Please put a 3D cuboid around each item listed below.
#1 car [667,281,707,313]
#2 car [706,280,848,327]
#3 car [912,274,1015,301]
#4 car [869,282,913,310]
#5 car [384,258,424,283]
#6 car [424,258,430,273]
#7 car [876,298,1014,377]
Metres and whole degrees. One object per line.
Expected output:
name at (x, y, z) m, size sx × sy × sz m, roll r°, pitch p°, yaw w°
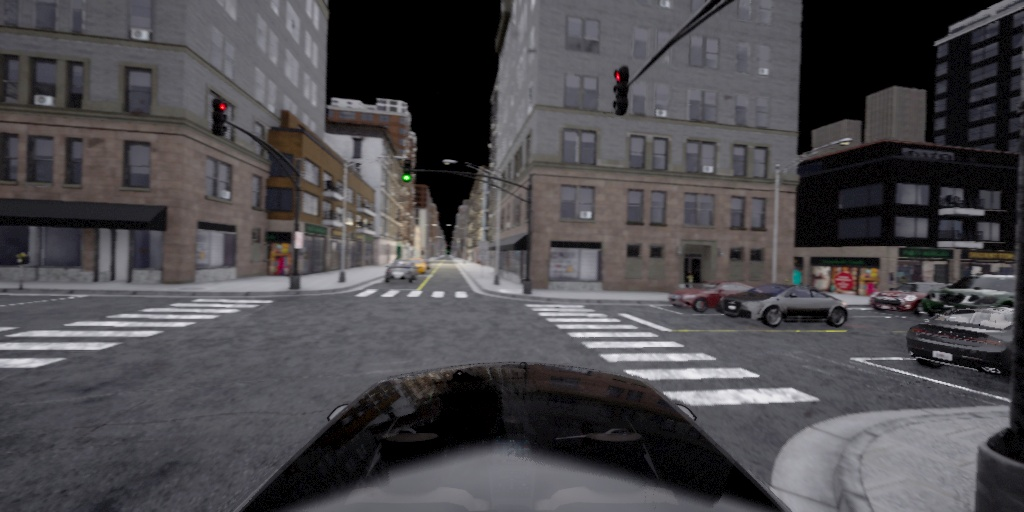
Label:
car at (8.930, 1.713, 15.632) m, size 4.207 × 1.307 × 1.802 m, roll 0°, pitch 0°, yaw -10°
car at (9.841, 1.735, 13.177) m, size 4.181 × 1.385 × 1.994 m, roll 2°, pitch 0°, yaw -10°
car at (20.383, 1.805, 14.955) m, size 5.566 × 2.045 × 2.150 m, roll 2°, pitch 0°, yaw -10°
car at (19.828, 1.998, 17.474) m, size 4.097 × 1.591 × 1.967 m, roll 0°, pitch 0°, yaw -10°
car at (-7.727, 1.035, 25.359) m, size 2.128 × 1.511 × 4.902 m, roll 2°, pitch 0°, yaw -10°
car at (-9.480, 0.979, 35.289) m, size 1.882 × 1.535 × 5.008 m, roll 2°, pitch 0°, yaw -10°
car at (10.374, 1.753, 7.230) m, size 4.403 × 1.370 × 2.007 m, roll 0°, pitch 0°, yaw -10°
